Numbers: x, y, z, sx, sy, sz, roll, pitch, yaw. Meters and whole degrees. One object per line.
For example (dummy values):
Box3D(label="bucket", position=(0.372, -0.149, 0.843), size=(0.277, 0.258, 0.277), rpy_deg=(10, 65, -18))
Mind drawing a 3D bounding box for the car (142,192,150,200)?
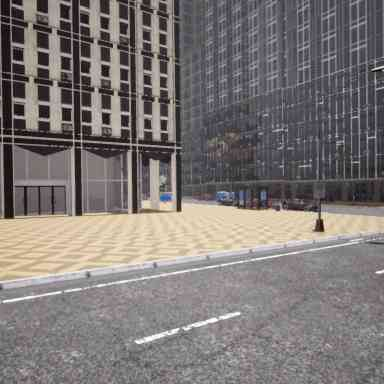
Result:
Box3D(label="car", position=(-10.650, 1.039, 68.713), size=(2.008, 1.369, 4.403), rpy_deg=(0, 1, -34))

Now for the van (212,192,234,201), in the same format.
Box3D(label="van", position=(5.880, 0.855, 59.343), size=(1.690, 1.788, 3.998), rpy_deg=(0, 1, -34))

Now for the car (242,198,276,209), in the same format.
Box3D(label="car", position=(8.471, 1.388, 40.479), size=(1.802, 1.307, 4.206), rpy_deg=(0, 1, -34))

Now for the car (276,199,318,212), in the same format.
Box3D(label="car", position=(11.659, 1.424, 35.771), size=(1.947, 1.339, 4.313), rpy_deg=(0, 1, -34))

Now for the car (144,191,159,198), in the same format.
Box3D(label="car", position=(-10.131, 0.686, 82.822), size=(1.967, 1.590, 4.097), rpy_deg=(0, 1, -34))

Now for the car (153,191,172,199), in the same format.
Box3D(label="car", position=(-6.928, 0.615, 78.126), size=(2.192, 1.841, 5.009), rpy_deg=(0, 1, -34))

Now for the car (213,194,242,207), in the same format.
Box3D(label="car", position=(5.317, 1.319, 45.207), size=(1.947, 1.339, 4.313), rpy_deg=(0, 1, -34))

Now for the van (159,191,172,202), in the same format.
Box3D(label="van", position=(-4.245, 0.937, 59.319), size=(1.690, 1.788, 3.998), rpy_deg=(0, 1, -34))

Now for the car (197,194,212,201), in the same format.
Box3D(label="car", position=(2.679, 1.043, 64.042), size=(1.802, 1.307, 4.206), rpy_deg=(0, 1, -34))
